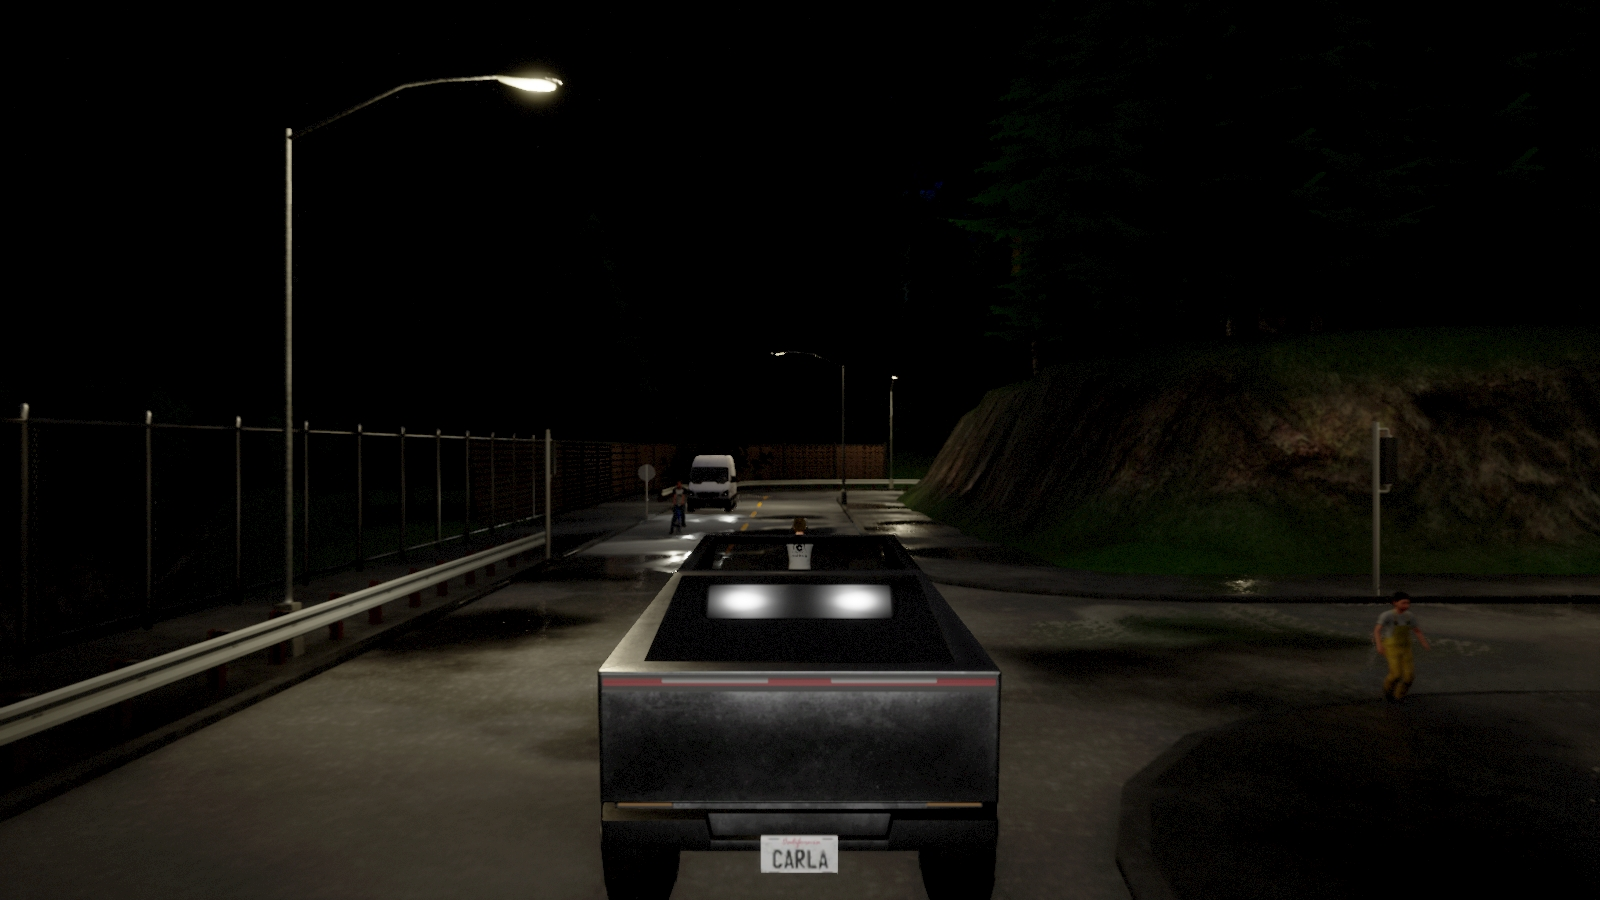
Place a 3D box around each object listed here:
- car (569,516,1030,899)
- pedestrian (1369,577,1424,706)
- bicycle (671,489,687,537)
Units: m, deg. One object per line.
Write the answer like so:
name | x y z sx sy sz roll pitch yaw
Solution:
car | -0.003 1.754 9.049 2.390 2.098 6.274 0 0 0
pedestrian | 6.339 2.026 12.156 0.375 1.300 0.375 0 0 -5
bicycle | -4.001 2.058 37.820 0.373 1.496 1.643 0 0 0
